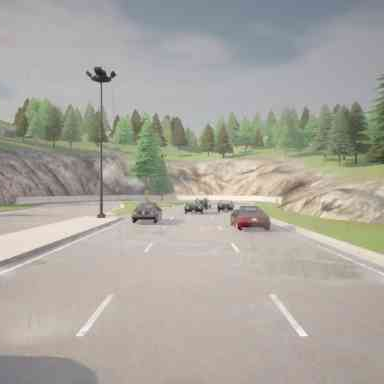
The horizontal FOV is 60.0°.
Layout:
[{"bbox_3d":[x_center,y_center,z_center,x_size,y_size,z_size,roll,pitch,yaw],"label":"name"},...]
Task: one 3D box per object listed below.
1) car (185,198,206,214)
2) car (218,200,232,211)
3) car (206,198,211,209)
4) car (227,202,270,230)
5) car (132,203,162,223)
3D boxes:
[{"bbox_3d":[0.254,1.601,35.366,1.895,1.301,4.718,0,0,2],"label":"car"},{"bbox_3d":[3.990,1.601,39.548,1.895,1.301,4.718,0,0,5],"label":"car"},{"bbox_3d":[1.389,1.491,44.567,2.128,1.511,4.902,0,0,12],"label":"car"},{"bbox_3d":[3.593,1.564,21.039,1.994,1.385,4.181,0,0,0],"label":"car"},{"bbox_3d":[-3.406,1.547,25.807,2.033,1.411,5.357,0,0,0],"label":"car"}]
